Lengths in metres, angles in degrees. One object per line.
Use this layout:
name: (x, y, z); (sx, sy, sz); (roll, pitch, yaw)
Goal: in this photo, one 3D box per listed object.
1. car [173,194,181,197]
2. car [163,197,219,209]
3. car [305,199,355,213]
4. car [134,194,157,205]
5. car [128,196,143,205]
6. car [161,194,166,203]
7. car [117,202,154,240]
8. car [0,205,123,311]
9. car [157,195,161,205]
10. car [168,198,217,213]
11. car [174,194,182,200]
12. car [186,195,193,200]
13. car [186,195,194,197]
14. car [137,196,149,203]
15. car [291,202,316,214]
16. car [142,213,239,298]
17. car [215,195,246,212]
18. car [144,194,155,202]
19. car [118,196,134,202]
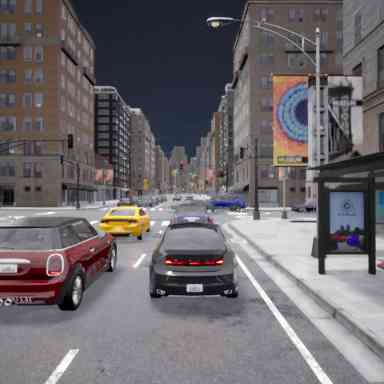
car: (-3.804, 1.606, 82.001); (1.895, 1.301, 4.718); (0, 0, 0)
car: (-0.063, 1.530, 33.617); (4.892, 1.490, 1.837); (1, -2, -26)
car: (16.139, 1.632, 39.066); (4.902, 1.511, 2.128); (0, -1, -1)
car: (-6.940, 1.372, 50.335); (2.097, 1.767, 4.553); (0, 0, 0)
car: (-10.230, 1.525, 60.182); (1.837, 1.490, 4.892); (0, 0, 0)
car: (-6.968, 1.585, 68.919); (1.994, 1.385, 4.181); (0, 0, 0)
car: (-3.279, 1.485, 17.055); (1.882, 1.535, 5.008); (0, 0, -1)
car: (-3.220, 1.355, 7.927); (2.097, 1.767, 4.553); (0, 0, -1)
car: (-6.986, 1.546, 58.911); (1.812, 1.442, 4.674); (0, 0, 0)
car: (-0.033, 1.359, 17.433); (2.097, 1.767, 4.553); (0, 0, 0)
car: (-3.870, 1.367, 91.973); (2.128, 1.511, 4.902); (0, 0, 0)
car: (-0.620, 1.437, 92.024); (1.895, 1.301, 4.718); (0, 0, 0)
car: (-0.551, 1.488, 81.575); (1.882, 1.535, 5.008); (0, 0, 0)
car: (-10.227, 1.616, 70.230); (1.895, 1.301, 4.718); (0, 0, 0)
car: (13.142, 1.689, 35.786); (4.718, 1.301, 1.895); (0, -1, -1)
car: (0.024, 1.508, 8.497); (1.837, 1.490, 4.892); (0, 0, -1)
car: (3.452, 1.324, 38.952); (5.566, 2.045, 2.150); (0, -1, -1)
car: (-10.295, 1.374, 80.544); (2.097, 1.767, 4.553); (0, 0, 0)
car: (-10.197, 1.584, 51.361); (1.994, 1.385, 4.181); (0, 0, 0)
